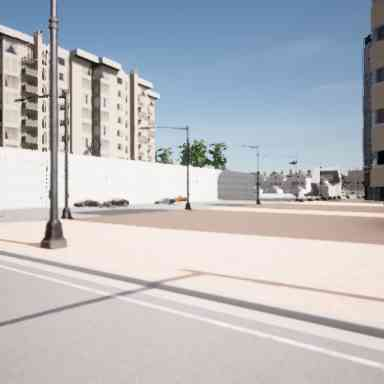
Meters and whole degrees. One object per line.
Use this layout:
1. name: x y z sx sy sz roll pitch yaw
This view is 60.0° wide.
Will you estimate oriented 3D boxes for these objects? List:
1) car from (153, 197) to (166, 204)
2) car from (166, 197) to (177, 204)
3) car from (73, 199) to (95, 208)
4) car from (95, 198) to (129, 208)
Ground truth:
1. car: -5.299 1.749 66.019 2.033 1.411 5.357 0 0 36
2. car: -2.456 1.330 63.979 1.994 1.385 4.181 0 0 36
3. car: -16.143 1.698 51.062 1.994 1.385 4.181 0 0 36
4. car: -11.833 1.614 51.069 2.128 1.511 4.902 0 0 36
